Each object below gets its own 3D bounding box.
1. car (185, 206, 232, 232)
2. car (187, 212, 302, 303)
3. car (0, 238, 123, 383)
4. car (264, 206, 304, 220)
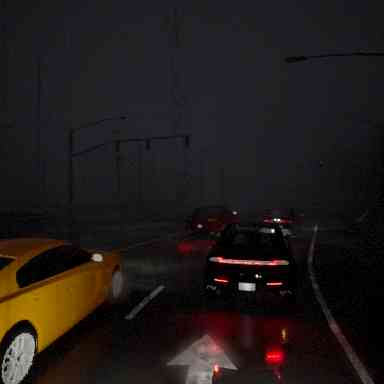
[{"bbox_3d":[1.248,1.478,18.101,1.882,1.535,5.008,0,0,21],"label":"car"},{"bbox_3d":[1.548,1.492,8.347,2.128,1.511,4.902,0,0,13],"label":"car"},{"bbox_3d":[-2.675,1.477,5.317,1.882,1.535,5.008,0,0,8],"label":"car"},{"bbox_3d":[4.617,1.505,17.228,1.837,1.490,4.892,0,0,21],"label":"car"}]
